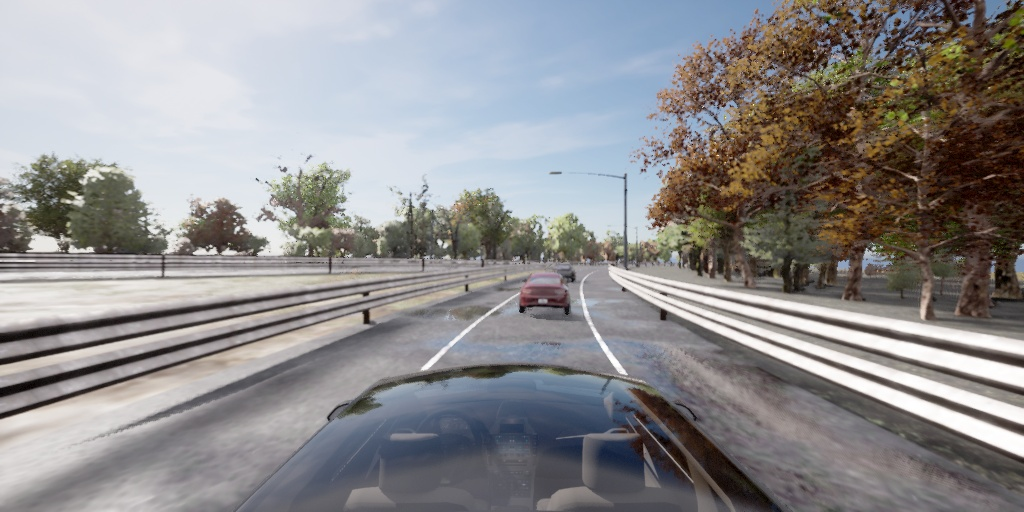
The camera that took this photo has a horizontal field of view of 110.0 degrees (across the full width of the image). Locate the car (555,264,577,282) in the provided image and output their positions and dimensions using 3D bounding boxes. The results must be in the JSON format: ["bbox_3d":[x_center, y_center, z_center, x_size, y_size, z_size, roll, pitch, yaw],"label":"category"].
[{"bbox_3d":[4.715,1.490,32.109,2.128,1.511,4.902,0,0,13],"label":"car"}]

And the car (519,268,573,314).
[{"bbox_3d":[1.369,1.378,14.370,1.812,1.442,4.674,0,0,8],"label":"car"}]
